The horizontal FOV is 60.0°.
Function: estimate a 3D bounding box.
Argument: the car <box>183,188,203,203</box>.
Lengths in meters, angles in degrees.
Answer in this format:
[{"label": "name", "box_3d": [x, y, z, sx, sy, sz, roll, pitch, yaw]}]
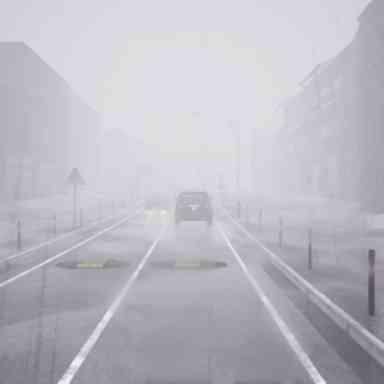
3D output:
[{"label": "car", "box_3d": [0.123, 0.314, 38.946, 2.128, 1.511, 4.902, 0, 3, 0]}]

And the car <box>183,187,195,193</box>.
[{"label": "car", "box_3d": [-0.572, -0.438, 72.064, 1.895, 1.301, 4.718, 0, 1, 8]}]

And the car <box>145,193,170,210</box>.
[{"label": "car", "box_3d": [-3.085, 0.805, 30.486, 1.994, 1.385, 4.181, 0, 3, 0]}]

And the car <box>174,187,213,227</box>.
[{"label": "car", "box_3d": [0.096, 0.884, 20.335, 2.150, 2.045, 5.566, 0, 2, 0]}]
